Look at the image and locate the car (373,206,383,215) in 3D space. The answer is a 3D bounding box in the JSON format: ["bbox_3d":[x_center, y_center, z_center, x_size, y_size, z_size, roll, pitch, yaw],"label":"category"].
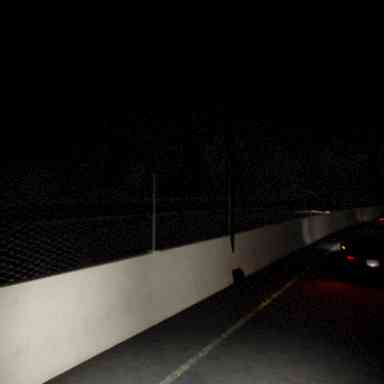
[{"bbox_3d":[14.270,1.861,23.267,2.033,1.411,5.357,0,-1,37],"label":"car"}]

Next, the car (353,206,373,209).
[{"bbox_3d":[22.208,2.090,42.787,5.357,1.411,2.033,1,-1,-43],"label":"car"}]

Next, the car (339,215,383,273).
[{"bbox_3d":[5.843,1.662,10.454,1.812,1.442,4.674,0,0,32],"label":"car"}]
